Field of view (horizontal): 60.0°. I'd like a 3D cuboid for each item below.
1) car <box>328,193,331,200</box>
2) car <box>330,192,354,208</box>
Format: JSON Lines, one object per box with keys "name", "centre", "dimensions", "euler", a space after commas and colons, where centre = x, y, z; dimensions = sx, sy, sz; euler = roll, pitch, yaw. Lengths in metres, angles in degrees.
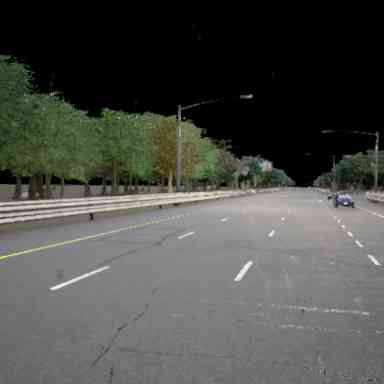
{"name": "car", "centre": [24.809, 0.715, 57.869], "dimensions": [1.895, 1.301, 4.718], "euler": [1, 1, 26]}
{"name": "car", "centre": [16.689, 0.983, 36.649], "dimensions": [1.812, 1.442, 4.674], "euler": [1, 1, 19]}
